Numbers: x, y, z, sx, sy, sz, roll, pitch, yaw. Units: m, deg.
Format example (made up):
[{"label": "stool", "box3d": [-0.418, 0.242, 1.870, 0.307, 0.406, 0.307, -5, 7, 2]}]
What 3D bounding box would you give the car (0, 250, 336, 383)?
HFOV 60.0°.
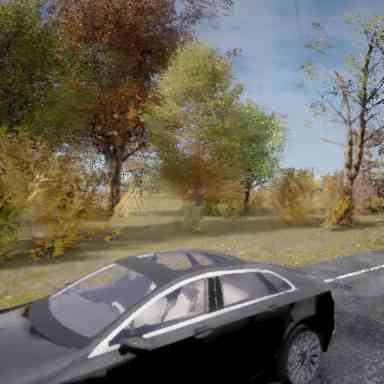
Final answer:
[{"label": "car", "box3d": [-0.372, 1.496, 3.726, 4.902, 1.511, 2.128, 0, 0, -35]}]
